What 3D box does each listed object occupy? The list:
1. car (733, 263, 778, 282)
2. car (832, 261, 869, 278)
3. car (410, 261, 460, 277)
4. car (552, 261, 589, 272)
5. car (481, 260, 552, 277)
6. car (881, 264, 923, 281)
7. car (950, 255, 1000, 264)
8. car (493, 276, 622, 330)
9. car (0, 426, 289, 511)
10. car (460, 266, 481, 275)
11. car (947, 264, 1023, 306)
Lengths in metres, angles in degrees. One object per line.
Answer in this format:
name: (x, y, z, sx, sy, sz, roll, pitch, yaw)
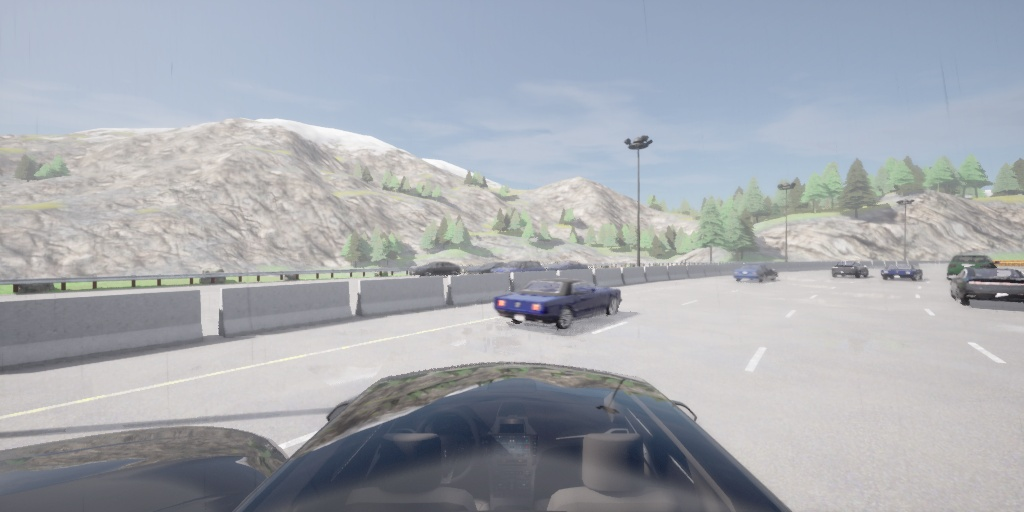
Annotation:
car: (19.436, 1.298, 28.561, 5.357, 1.411, 2.033, 0, 0, -40)
car: (31.383, 1.241, 33.268, 4.902, 1.511, 2.128, 0, 0, -35)
car: (-6.968, 1.255, 32.966, 1.837, 1.490, 4.892, 0, 0, 45)
car: (6.426, 1.297, 40.666, 5.357, 1.411, 2.033, 0, 0, -40)
car: (0.392, 1.102, 25.472, 2.097, 1.767, 4.553, 0, 0, 45)
car: (32.315, 1.351, 29.658, 4.718, 1.301, 1.895, 0, 0, -35)
car: (36.599, 0.963, 28.454, 5.566, 2.045, 2.150, 1, -1, -33)
car: (1.667, 1.350, 11.248, 1.895, 1.301, 4.718, 0, 0, 41)
car: (-2.981, 1.255, 0.466, 4.892, 1.490, 1.837, 0, 0, -45)
car: (-1.399, 1.227, 28.649, 1.882, 1.535, 5.008, 0, 0, 45)
car: (19.826, 1.241, 14.883, 4.902, 1.511, 2.128, 0, 0, -43)
